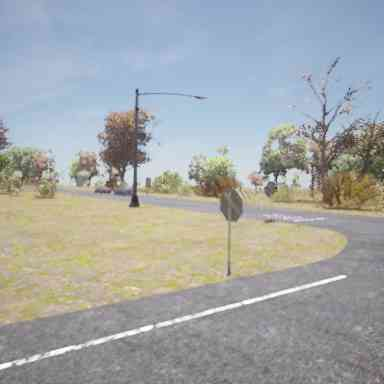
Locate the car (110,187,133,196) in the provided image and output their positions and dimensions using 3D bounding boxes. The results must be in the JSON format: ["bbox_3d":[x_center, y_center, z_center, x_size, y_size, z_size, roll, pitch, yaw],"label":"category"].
[{"bbox_3d":[-10.733,-0.116,53.018,2.033,1.411,5.357,0,2,-36],"label":"car"}]

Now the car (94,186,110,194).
[{"bbox_3d":[-16.325,-0.408,60.811,1.994,1.385,4.181,0,2,-36],"label":"car"}]
